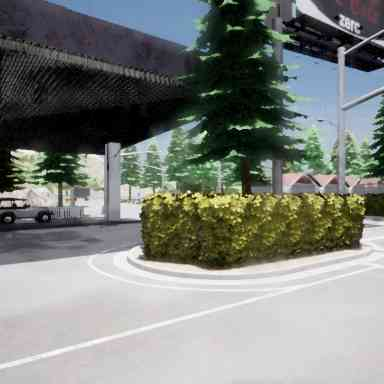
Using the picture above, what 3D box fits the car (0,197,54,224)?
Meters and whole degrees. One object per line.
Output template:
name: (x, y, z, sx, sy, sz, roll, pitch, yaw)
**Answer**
car: (-11.956, 1.313, 23.490, 3.866, 1.878, 1.905, 0, 0, -36)
